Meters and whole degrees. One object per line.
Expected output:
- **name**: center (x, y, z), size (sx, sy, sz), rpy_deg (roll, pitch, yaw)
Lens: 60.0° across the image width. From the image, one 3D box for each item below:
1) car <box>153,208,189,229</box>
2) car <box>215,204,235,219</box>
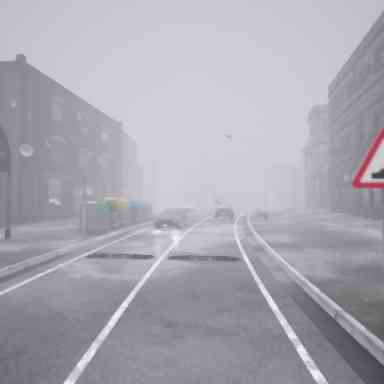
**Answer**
- **car**: center (-1.391, 1.856, 24.393), size (2.033, 1.411, 5.357), rpy_deg (0, -1, 8)
- **car**: center (3.482, 1.987, 35.077), size (1.812, 1.442, 4.674), rpy_deg (0, -1, 10)
